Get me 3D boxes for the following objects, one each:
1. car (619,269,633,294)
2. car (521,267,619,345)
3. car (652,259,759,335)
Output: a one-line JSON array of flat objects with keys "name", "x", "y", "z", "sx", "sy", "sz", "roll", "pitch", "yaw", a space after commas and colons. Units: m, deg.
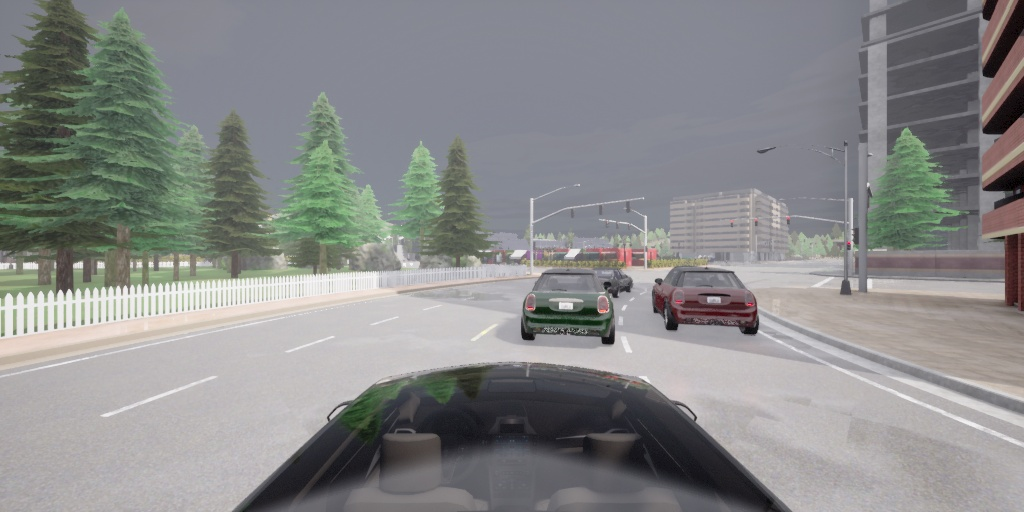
[{"name": "car", "x": 4.906, "y": 1.299, "z": 18.586, "sx": 2.033, "sy": 1.411, "sz": 5.357, "roll": 0, "pitch": 0, "yaw": 29}, {"name": "car", "x": 1.634, "y": 1.102, "z": 9.842, "sx": 2.097, "sy": 1.767, "sz": 4.553, "roll": 0, "pitch": 0, "yaw": 13}, {"name": "car", "x": 5.547, "y": 1.103, "z": 10.875, "sx": 2.097, "sy": 1.767, "sz": 4.553, "roll": 0, "pitch": 0, "yaw": 16}]
